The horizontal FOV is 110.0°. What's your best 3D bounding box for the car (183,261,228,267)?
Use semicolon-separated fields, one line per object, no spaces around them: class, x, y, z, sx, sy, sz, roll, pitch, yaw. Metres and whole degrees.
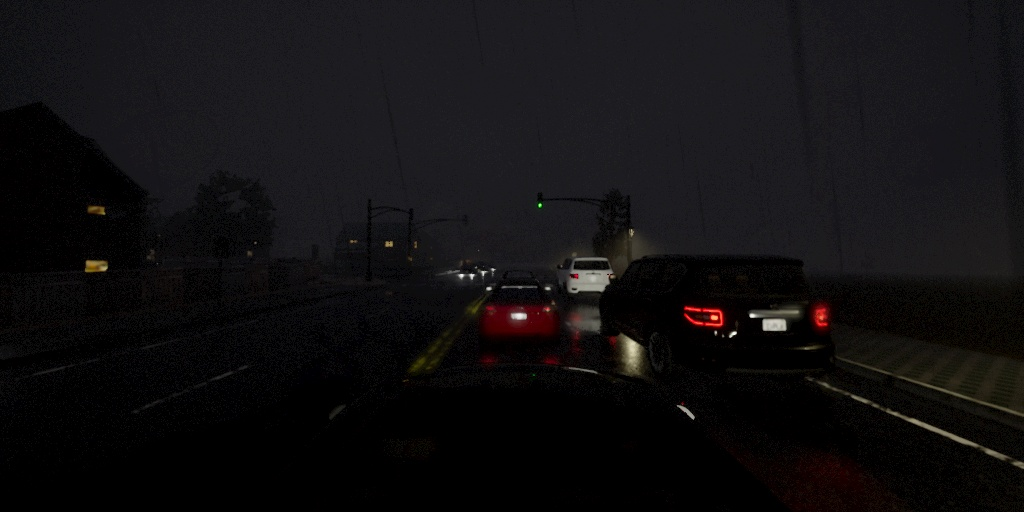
car;-30.430;0.950;35.656;5.357;1.411;2.033;1;-1;16

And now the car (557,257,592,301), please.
car;3.555;1.045;18.134;2.150;2.045;5.566;0;0;1

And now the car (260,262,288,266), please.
car;-20.889;1.052;32.995;4.892;1.490;1.837;1;-1;16

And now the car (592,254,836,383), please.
car;3.398;0.995;7.307;2.150;2.045;5.566;0;0;0

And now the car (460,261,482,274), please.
car;-5.441;1.524;45.723;2.033;1.411;5.357;0;0;-1

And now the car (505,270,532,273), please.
car;0.339;1.431;19.556;1.895;1.301;4.718;0;0;-1

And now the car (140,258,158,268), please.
car;-40.311;0.756;38.420;4.892;1.490;1.837;1;-1;16

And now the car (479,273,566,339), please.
car;0.181;1.350;10.172;1.994;1.385;4.181;0;0;0

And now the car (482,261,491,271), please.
car;-4.854;1.541;55.584;1.837;1.490;4.892;0;0;4

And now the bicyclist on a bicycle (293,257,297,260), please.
bicyclist on a bicycle;-24.209;0.918;40.010;0.582;1.620;1.656;1;-1;16
